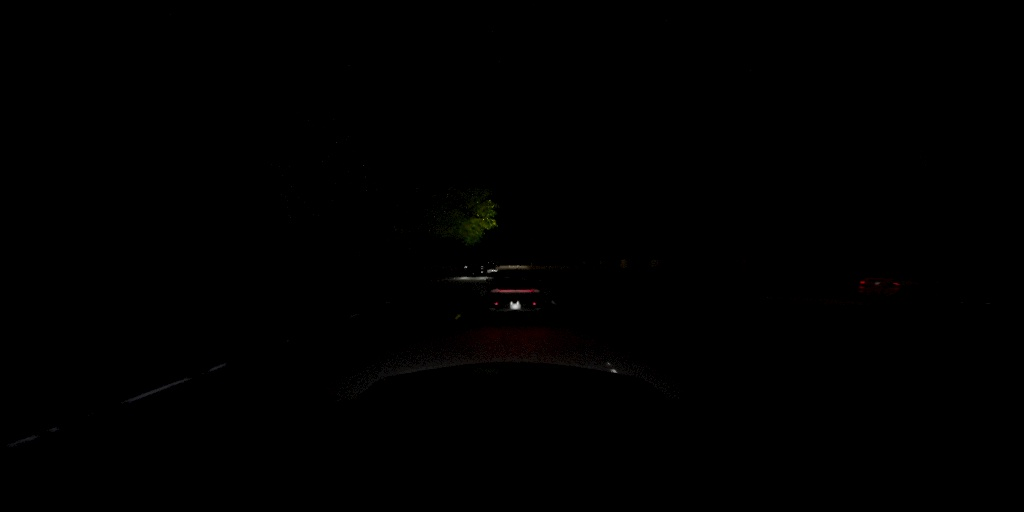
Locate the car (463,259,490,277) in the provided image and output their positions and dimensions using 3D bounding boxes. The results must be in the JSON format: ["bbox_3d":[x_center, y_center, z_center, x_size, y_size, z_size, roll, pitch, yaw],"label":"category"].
[{"bbox_3d":[-3.605,1.104,35.812,2.097,1.767,4.553,0,0,0],"label":"car"}]

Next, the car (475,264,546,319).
[{"bbox_3d":[0.096,1.219,12.642,2.128,1.511,4.902,0,0,0],"label":"car"}]

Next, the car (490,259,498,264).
[{"bbox_3d":[-3.578,1.409,54.152,1.994,1.385,4.181,0,0,0],"label":"car"}]

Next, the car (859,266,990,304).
[{"bbox_3d":[19.605,1.349,17.176,4.553,1.767,2.097,1,-2,0],"label":"car"}]
